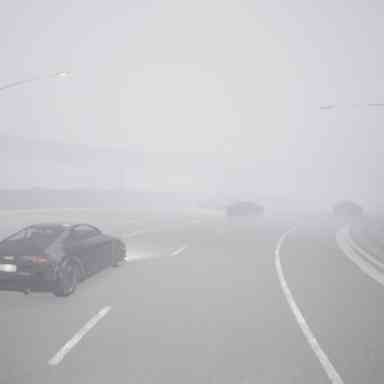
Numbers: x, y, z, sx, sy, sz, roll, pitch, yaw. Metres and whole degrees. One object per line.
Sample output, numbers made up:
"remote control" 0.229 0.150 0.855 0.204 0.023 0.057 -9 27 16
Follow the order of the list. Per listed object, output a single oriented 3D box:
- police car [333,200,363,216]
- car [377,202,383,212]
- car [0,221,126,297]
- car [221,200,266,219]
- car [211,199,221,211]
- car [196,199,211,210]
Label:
"police car" 17.206 1.754 36.557 1.930 1.638 5.238 1 0 43
"car" 28.966 2.183 48.718 4.674 1.442 1.812 2 -1 -35
"car" -3.167 1.409 8.287 1.994 1.385 4.181 2 0 9
"car" 4.848 1.506 29.445 1.882 1.535 5.008 0 -1 36
"car" 4.616 1.604 39.959 1.994 1.385 4.181 1 0 40
"car" 2.410 1.561 42.772 1.994 1.385 4.181 1 0 41
